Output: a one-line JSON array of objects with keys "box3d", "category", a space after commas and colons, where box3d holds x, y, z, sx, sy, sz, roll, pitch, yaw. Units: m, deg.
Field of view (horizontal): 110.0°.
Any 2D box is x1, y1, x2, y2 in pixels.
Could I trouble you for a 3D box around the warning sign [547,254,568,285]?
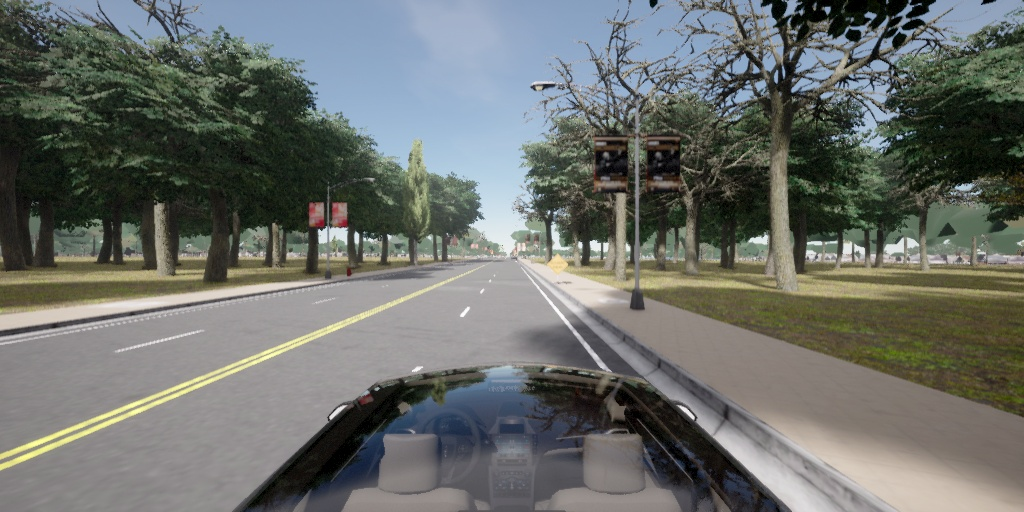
[{"box3d": [2.829, 0.809, 22.125, 1.300, 1.860, 1.060, 0, 0, 0], "category": "warning sign"}]
